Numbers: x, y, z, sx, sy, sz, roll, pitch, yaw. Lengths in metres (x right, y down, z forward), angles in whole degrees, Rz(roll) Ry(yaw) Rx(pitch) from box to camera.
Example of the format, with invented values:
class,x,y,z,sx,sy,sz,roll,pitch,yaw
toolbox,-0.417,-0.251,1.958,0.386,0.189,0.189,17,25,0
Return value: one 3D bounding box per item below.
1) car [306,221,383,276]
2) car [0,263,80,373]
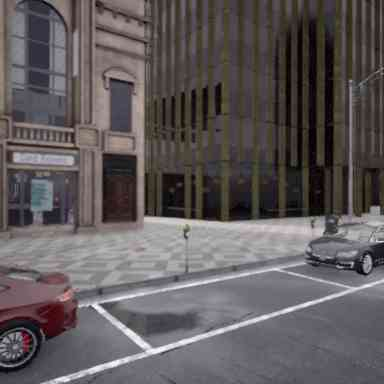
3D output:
class,x,y,z,sx,sy,sz,roll,pitch,yaw
car,5.407,1.622,10.517,4.403,1.369,2.008,0,-1,-35
car,-3.591,1.577,4.103,4.206,1.307,1.802,0,-1,-35
